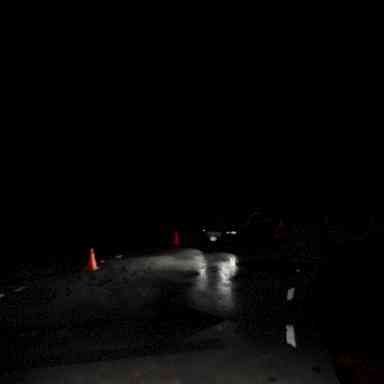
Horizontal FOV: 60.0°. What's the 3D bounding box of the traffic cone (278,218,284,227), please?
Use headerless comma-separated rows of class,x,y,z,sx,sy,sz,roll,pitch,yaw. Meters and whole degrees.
traffic cone,6.225,2.131,23.231,0.340,0.580,0.340,1,0,-41

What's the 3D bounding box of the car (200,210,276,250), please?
car,2.218,1.585,15.011,2.128,1.511,4.902,0,0,35

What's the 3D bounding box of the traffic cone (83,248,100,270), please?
traffic cone,-2.986,1.977,9.890,0.340,0.580,0.340,0,0,20
